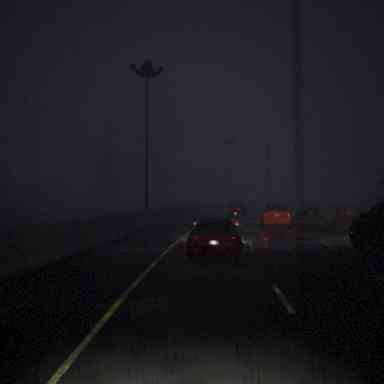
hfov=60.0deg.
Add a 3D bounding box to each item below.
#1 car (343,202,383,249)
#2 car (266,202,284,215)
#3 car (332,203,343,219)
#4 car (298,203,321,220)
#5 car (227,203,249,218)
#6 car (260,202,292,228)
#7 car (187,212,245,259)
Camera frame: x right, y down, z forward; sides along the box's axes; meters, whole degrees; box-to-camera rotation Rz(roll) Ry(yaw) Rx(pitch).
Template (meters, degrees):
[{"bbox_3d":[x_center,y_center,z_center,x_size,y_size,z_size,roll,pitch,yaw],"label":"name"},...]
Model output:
[{"bbox_3d":[7.836,1.370,12.372,2.150,2.045,5.566,0,-1,6],"label":"car"},{"bbox_3d":[10.255,1.974,40.880,1.812,1.442,4.674,0,-1,18],"label":"car"},{"bbox_3d":[15.389,1.864,33.665,1.882,1.535,5.008,0,-1,15],"label":"car"},{"bbox_3d":[11.553,1.846,32.865,1.882,1.535,5.008,0,-1,14],"label":"car"},{"bbox_3d":[4.830,1.876,34.798,1.837,1.490,4.892,0,-1,14],"label":"car"},{"bbox_3d":[6.155,1.625,24.738,2.097,1.767,4.553,0,0,10],"label":"car"},{"bbox_3d":[0.942,1.704,13.236,1.994,1.385,4.181,0,-1,6],"label":"car"}]
